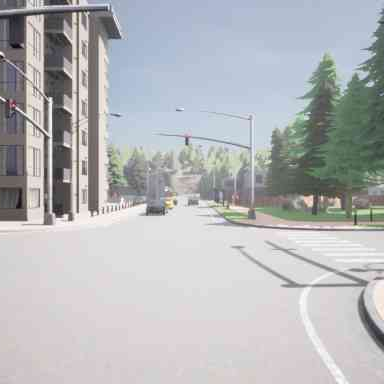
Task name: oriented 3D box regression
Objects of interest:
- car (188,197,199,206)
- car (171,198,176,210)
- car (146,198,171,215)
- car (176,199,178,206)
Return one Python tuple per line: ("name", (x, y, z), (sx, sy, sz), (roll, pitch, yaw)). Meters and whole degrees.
("car", (0.196, 1.547, 55.714), (2.033, 1.411, 5.357), (0, 0, 0))
("car", (-3.439, 1.478, 43.495), (1.882, 1.535, 5.008), (0, 0, 0))
("car", (-3.483, 1.478, 33.534), (1.882, 1.535, 5.008), (0, 0, 0))
("car", (-3.362, 1.601, 54.600), (1.895, 1.301, 4.718), (0, 0, 1))
